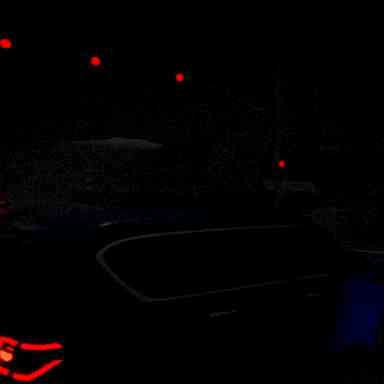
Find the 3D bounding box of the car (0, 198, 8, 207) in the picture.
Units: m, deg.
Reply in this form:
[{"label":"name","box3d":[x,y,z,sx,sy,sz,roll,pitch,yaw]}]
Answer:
[{"label":"car","box3d":[-24.590,1.480,42.536,2.128,1.511,4.902,0,0,-30]}]

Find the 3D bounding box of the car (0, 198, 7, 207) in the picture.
[{"label":"car","box3d":[-29.869,1.586,51.543,1.895,1.301,4.718,0,0,-30]}]

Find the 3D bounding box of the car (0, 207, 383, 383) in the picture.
[{"label":"car","box3d":[0.567,1.231,4.124,5.566,2.045,2.150,0,0,-33]}]
